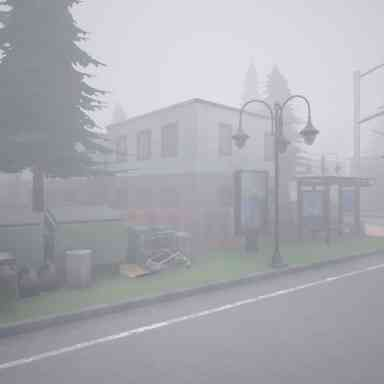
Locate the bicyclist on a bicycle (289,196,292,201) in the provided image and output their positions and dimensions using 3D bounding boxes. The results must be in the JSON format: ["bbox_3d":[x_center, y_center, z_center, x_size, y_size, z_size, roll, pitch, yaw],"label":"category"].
[{"bbox_3d":[10.668,1.284,36.332,0.582,1.620,1.656,0,0,44],"label":"bicyclist on a bicycle"}]
